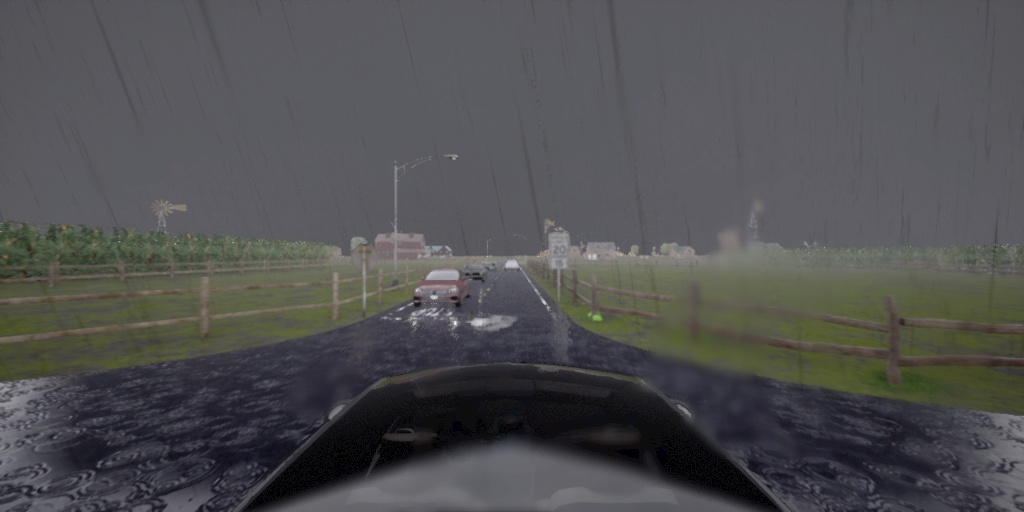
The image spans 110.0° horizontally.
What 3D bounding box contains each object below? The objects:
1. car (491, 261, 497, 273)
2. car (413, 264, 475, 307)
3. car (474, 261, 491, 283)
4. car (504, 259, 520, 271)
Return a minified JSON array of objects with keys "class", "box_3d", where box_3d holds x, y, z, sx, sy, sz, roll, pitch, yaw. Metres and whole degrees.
[{"class":"car","box_3d":[-2.837,1.238,41.733,1.994,1.385,4.181,0,0,0]},{"class":"car","box_3d":[-2.851,1.250,15.450,1.812,1.442,4.674,0,0,0]},{"class":"car","box_3d":[-2.855,1.304,27.209,1.895,1.301,4.718,0,0,0]},{"class":"car","box_3d":[-0.013,1.190,47.008,1.812,1.442,4.674,0,0,0]}]
